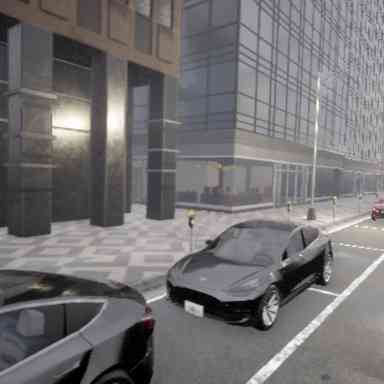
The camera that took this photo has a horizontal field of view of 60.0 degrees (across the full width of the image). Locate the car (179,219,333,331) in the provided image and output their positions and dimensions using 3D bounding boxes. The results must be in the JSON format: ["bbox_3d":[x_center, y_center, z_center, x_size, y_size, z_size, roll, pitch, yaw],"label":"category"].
[{"bbox_3d":[1.398,1.265,6.465,1.947,1.339,4.313,4,4,38],"label":"car"}]

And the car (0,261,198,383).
[{"bbox_3d":[-2.095,1.371,2.087,1.947,1.339,4.313,4,4,38],"label":"car"}]

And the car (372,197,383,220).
[{"bbox_3d":[11.879,0.927,19.599,1.887,1.381,4.507,4,3,38],"label":"car"}]
